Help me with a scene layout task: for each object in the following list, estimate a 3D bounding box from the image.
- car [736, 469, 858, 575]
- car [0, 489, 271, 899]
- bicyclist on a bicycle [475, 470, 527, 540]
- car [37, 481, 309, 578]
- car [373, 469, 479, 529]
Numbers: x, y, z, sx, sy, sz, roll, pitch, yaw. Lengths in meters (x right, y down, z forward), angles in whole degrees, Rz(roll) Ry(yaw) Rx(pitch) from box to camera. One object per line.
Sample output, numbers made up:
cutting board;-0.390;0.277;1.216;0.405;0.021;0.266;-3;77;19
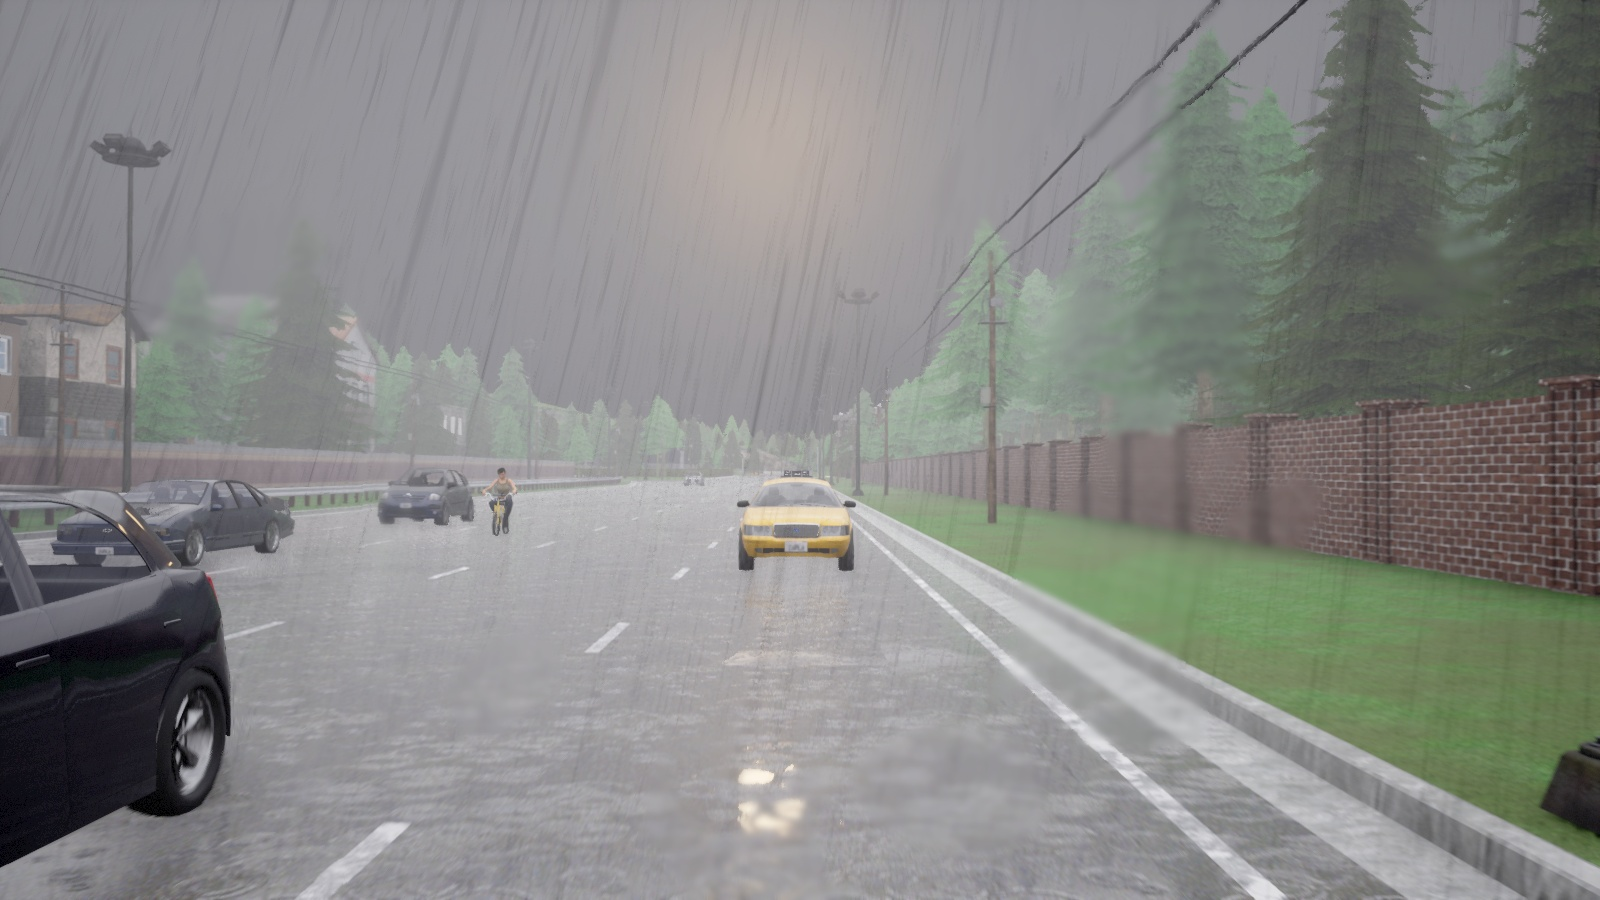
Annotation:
car;-0.051;1.111;21.344;1.801;1.575;5.366;0;-1;0
car;-3.511;0.915;4.324;1.845;1.501;3.633;0;-1;0
bicyclist on a bicycle;-7.071;1.278;29.750;0.866;1.612;1.509;0;-1;0
car;-10.552;1.268;21.720;2.033;1.411;5.357;0;-1;0
car;-10.586;1.355;35.819;1.851;1.617;3.988;0;-1;0
